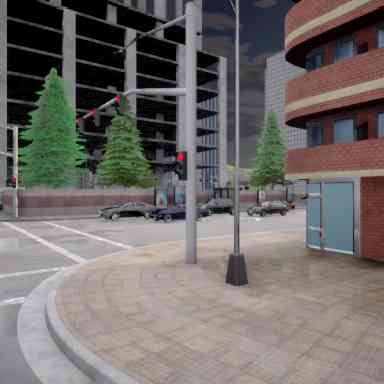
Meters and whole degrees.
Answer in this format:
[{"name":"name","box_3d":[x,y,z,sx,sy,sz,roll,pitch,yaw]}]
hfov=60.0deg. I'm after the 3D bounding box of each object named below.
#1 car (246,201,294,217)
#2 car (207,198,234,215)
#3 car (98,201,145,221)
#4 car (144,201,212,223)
[{"name":"car","box_3d":[7.364,1.581,32.248,4.674,1.442,1.812,0,0,-35]},{"name":"car","box_3d":[2.207,1.407,32.896,4.553,1.767,2.097,0,0,-35]},{"name":"car","box_3d":[-5.283,1.547,27.608,4.902,1.511,2.128,0,0,-35]},{"name":"car","box_3d":[-1.021,1.656,26.332,4.718,1.301,1.895,0,0,-35]}]
